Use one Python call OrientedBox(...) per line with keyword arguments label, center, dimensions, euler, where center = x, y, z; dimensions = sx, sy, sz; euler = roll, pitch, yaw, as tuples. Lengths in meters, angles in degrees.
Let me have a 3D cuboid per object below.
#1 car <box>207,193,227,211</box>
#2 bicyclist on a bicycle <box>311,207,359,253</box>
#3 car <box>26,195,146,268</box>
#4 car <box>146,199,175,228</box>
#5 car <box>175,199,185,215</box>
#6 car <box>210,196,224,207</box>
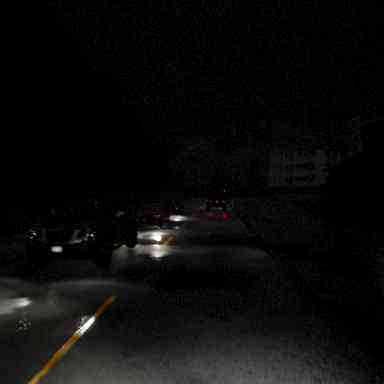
OrientedBox(label="car", center=(2.906, 1.129, 38.756), dimensions=(2.150, 2.045, 5.566), euler=(1, 0, 4))
OrientedBox(label="bicyclist on a bicycle", center=(5.121, 1.373, 11.893), dimensions=(1.656, 1.620, 0.582), euler=(1, 1, 4))
OrientedBox(label="car", center=(-3.340, 1.136, 11.446), dimensions=(2.150, 2.045, 5.566), euler=(1, 0, 4))
OrientedBox(label="car", center=(-2.572, 1.368, 21.696), dimensions=(1.882, 1.535, 5.008), euler=(1, 0, 4))
OrientedBox(label="car", center=(-1.769, 1.412, 32.257), dimensions=(2.033, 1.411, 5.357), euler=(1, 0, 4))
OrientedBox(label="car", center=(3.722, 1.426, 49.763), dimensions=(2.033, 1.411, 5.357), euler=(1, 0, 4))
